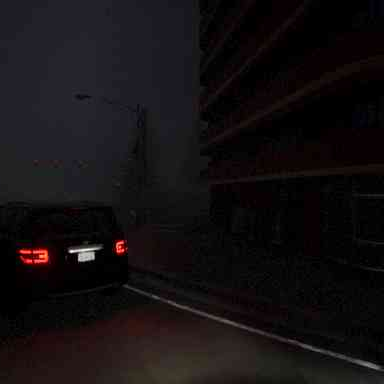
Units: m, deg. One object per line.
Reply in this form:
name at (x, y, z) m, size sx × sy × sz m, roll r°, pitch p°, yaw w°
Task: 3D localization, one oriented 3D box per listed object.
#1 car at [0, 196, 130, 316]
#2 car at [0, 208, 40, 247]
car at (-3.554, 1.221, 7.879) m, size 2.150 × 2.045 × 5.566 m, roll 0°, pitch 0°, yaw -40°
car at (-8.425, 1.564, 15.847) m, size 1.994 × 1.385 × 4.181 m, roll 0°, pitch 0°, yaw -26°
